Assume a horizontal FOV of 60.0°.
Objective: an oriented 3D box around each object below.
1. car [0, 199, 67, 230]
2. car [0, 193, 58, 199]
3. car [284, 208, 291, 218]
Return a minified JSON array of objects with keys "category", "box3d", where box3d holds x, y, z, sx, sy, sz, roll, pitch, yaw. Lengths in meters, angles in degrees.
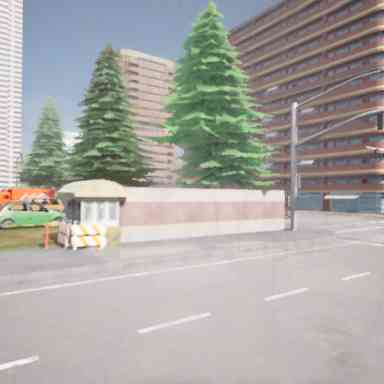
[{"category":"car","box3d":[-9.543,1.384,20.008,3.988,1.617,1.851,1,0,-35]},{"category":"car","box3d":[-11.573,1.224,24.056,4.605,1.855,1.932,1,0,-35]},{"category":"car","box3d":[8.350,1.891,34.200,1.812,1.442,4.674,1,0,-36]}]
